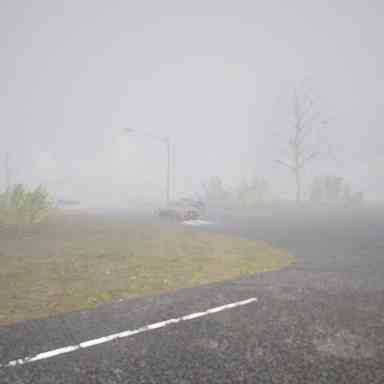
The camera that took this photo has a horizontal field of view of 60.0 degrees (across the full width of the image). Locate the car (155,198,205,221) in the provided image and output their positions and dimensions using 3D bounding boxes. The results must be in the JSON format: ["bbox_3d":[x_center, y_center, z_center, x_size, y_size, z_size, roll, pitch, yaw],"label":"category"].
[{"bbox_3d":[-1.239,1.482,26.728,1.994,1.385,4.181,0,0,-37],"label":"car"}]

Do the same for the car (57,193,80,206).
[{"bbox_3d":[-18.158,1.262,49.019,1.882,1.535,5.008,0,0,-37],"label":"car"}]

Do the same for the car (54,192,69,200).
[{"bbox_3d":[-29.970,0.952,76.136,2.097,1.767,4.553,0,0,-37],"label":"car"}]

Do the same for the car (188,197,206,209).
[{"bbox_3d":[-0.440,1.384,37.248,1.837,1.490,4.892,0,0,-37],"label":"car"}]
